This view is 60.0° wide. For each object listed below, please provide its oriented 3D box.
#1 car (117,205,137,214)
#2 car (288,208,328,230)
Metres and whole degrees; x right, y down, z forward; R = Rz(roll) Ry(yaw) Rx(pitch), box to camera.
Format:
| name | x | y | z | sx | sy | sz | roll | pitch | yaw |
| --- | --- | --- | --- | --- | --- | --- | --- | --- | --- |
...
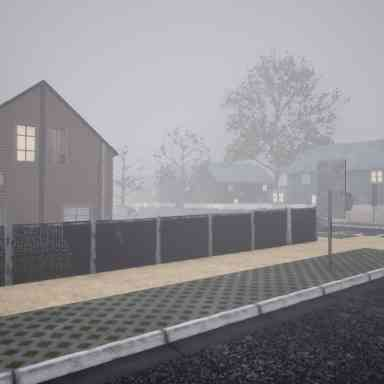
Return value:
| name | x | y | z | sx | sy | sz | roll | pitch | yaw |
| --- | --- | --- | --- | --- | --- | --- | --- | --- | --- |
| car | -9.284 | 2.505 | 45.762 | 1.837 | 1.490 | 4.892 | 1 | -2 | -35 |
| car | 7.016 | 1.834 | 22.683 | 1.812 | 1.442 | 4.674 | 1 | -2 | -35 |
